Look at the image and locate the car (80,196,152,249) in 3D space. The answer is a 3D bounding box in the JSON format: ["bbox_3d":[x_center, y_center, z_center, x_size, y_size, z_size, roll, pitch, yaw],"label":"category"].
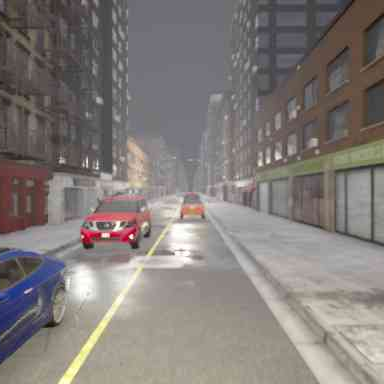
[{"bbox_3d":[-3.115,1.208,14.819,2.150,2.045,5.566,0,0,0],"label":"car"}]

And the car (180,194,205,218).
[{"bbox_3d":[0.034,1.303,29.324,2.097,1.767,4.553,0,0,0],"label":"car"}]

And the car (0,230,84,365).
[{"bbox_3d":[-3.102,1.530,4.283,1.812,1.442,4.674,0,0,0],"label":"car"}]
